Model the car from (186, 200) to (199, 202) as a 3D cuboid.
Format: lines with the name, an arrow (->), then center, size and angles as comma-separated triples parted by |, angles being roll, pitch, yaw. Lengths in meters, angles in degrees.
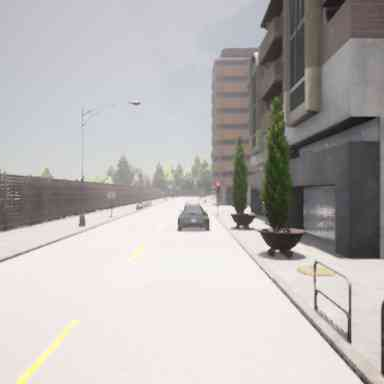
car -> 0.091, 1.577, 37.770 | 1.895, 1.301, 4.718 | 0, 0, 0

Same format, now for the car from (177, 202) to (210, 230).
car -> 0.103, 1.551, 20.760 | 1.994, 1.385, 4.181 | 0, 0, 0
